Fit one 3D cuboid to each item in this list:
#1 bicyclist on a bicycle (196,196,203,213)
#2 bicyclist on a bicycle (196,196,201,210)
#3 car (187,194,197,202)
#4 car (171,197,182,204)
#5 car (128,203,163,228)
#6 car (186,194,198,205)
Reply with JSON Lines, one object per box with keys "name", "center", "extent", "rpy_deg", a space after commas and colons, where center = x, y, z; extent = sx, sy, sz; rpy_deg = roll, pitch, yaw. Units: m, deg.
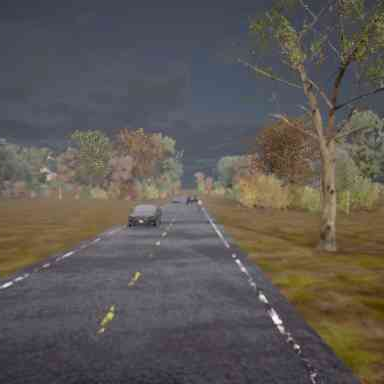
{"name": "bicyclist on a bicycle", "center": [0.839, 1.497, 35.502], "extent": [0.866, 1.612, 1.509], "rpy_deg": [0, 0, 0]}
{"name": "bicyclist on a bicycle", "center": [0.826, 1.443, 44.429], "extent": [0.659, 1.776, 1.843], "rpy_deg": [0, 0, 0]}
{"name": "car", "center": [0.000, 1.455, 77.047], "extent": [2.097, 1.767, 4.553], "rpy_deg": [0, 0, 0]}
{"name": "car", "center": [-3.012, 1.654, 64.779], "extent": [1.994, 1.385, 4.181], "rpy_deg": [0, 0, 0]}
{"name": "car", "center": [-3.098, 1.519, 22.752], "extent": [1.882, 1.535, 5.008], "rpy_deg": [0, 0, 0]}
{"name": "car", "center": [0.013, 1.314, 63.339], "extent": [2.150, 2.045, 5.566], "rpy_deg": [0, 0, 1]}
